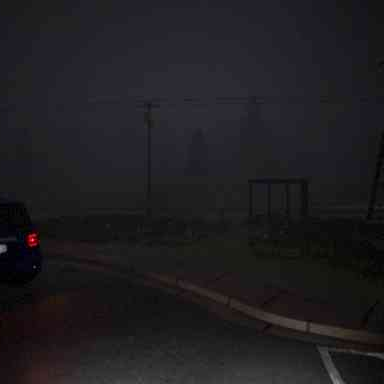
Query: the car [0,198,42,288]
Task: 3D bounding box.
[{"bbox_3d":[-5.772,1.151,7.815,5.566,2.045,2.150,0,1,36],"label":"car"}]
